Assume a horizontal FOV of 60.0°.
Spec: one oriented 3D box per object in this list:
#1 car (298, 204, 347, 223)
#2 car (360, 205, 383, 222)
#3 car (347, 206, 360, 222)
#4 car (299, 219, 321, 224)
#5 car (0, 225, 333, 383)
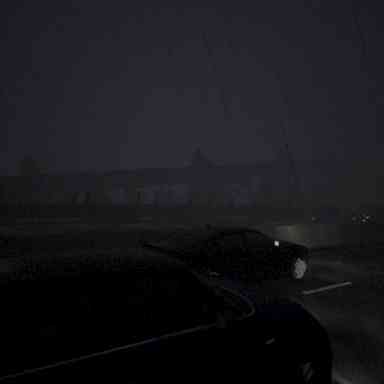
[{"bbox_3d":[13.593,2.275,35.170,5.566,2.045,2.150,3,-2,-35],"label":"car"},{"bbox_3d":[17.663,2.274,29.480,5.566,2.045,2.150,3,-1,-35],"label":"car"},{"bbox_3d":[18.112,2.385,34.087,5.566,2.045,2.150,3,-2,-35],"label":"car"},{"bbox_3d":[1.070,1.609,8.809,5.008,1.535,1.882,2,-1,-35],"label":"car"},{"bbox_3d":[-0.631,1.374,3.297,4.553,1.767,2.097,1,-1,-35],"label":"car"}]
